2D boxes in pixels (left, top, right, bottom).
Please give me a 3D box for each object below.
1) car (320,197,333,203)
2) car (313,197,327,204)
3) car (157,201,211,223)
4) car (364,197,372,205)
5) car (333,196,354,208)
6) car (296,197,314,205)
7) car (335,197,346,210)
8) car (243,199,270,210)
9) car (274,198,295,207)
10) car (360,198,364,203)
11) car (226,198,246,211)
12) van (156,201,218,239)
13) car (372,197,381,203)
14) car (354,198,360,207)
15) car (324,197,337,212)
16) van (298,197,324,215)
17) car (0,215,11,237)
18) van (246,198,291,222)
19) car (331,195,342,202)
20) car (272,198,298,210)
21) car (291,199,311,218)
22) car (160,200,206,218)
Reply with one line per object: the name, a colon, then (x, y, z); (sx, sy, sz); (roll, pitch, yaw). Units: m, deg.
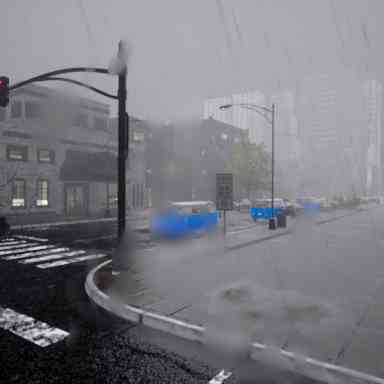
car: (31.007, 1.790, 76.758); (1.947, 1.339, 4.313); (0, 0, 35)
car: (27.743, 1.727, 72.095); (1.752, 1.417, 4.829); (0, 0, 35)
car: (-0.564, 1.546, 27.136); (1.837, 1.490, 4.892); (1, 0, 35)
car: (34.696, 1.808, 67.414); (1.887, 1.381, 4.507); (0, 0, 35)
car: (22.031, 1.496, 49.321); (2.192, 1.841, 5.009); (0, 0, 35)
car: (21.508, 1.704, 63.187); (1.887, 1.381, 4.507); (0, 0, 35)
car: (18.863, 1.728, 44.796); (1.947, 1.339, 4.313); (0, 0, 35)
car: (8.842, 1.627, 45.094); (1.887, 1.381, 4.507); (0, 0, 35)
car: (15.175, 1.664, 54.140); (1.887, 1.381, 4.507); (0, 0, 35)
car: (28.461, 1.747, 58.506); (1.752, 1.417, 4.829); (0, 0, 35)
car: (5.676, 1.505, 40.571); (1.967, 1.590, 4.097); (0, 0, 35)
van: (-0.135, 1.406, 17.655); (1.690, 1.788, 3.998); (0, 0, 35)
car: (44.196, 1.898, 80.985); (1.947, 1.339, 4.313); (0, 0, 35)
car: (25.198, 1.516, 53.844); (2.192, 1.841, 5.009); (0, 0, 35)
car: (15.795, 1.670, 40.412); (1.752, 1.417, 4.829); (0, 0, 35)
van: (12.531, 1.468, 35.749); (1.690, 1.788, 3.998); (0, 0, 35)
car: (-10.646, 1.500, 14.472); (4.892, 1.490, 1.837); (0, 1, -41)
van: (6.198, 1.435, 26.702); (1.690, 1.788, 3.998); (0, 0, 35)
car: (37.341, 1.711, 85.805); (1.967, 1.590, 4.097); (0, 0, 35)
car: (13.057, 1.620, 46.474); (1.837, 1.490, 4.892); (1, 0, 35)
car: (9.363, 1.655, 31.225); (1.887, 1.381, 4.507); (0, 0, 35)
car: (-0.755, 1.557, 31.383); (1.752, 1.417, 4.829); (0, 0, 35)
